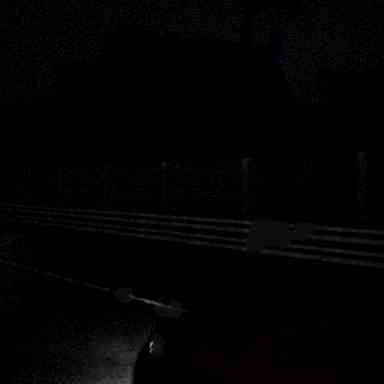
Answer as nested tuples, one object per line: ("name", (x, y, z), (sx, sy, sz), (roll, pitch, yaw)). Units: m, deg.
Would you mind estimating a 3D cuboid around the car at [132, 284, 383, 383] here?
("car", (1.469, 1.559, 2.820), (4.181, 1.385, 1.994), (1, 1, 35))
